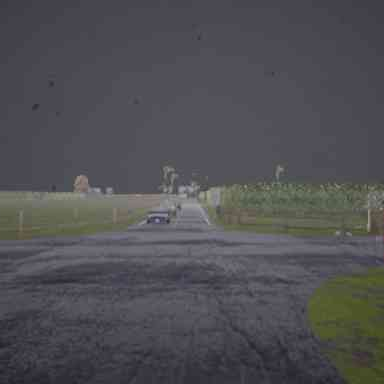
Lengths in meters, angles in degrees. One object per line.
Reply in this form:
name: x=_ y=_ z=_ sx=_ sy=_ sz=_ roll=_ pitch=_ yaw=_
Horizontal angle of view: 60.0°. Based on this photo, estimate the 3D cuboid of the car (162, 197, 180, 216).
car: x=-2.825 y=1.812 z=38.845 sx=2.097 sy=1.767 sz=4.553 roll=0 pitch=-1 yaw=0

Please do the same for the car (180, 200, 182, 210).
car: x=-2.810 y=1.844 z=53.033 sx=2.150 sy=2.045 sz=5.566 roll=0 pitch=-1 yaw=0

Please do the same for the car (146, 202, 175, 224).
car: x=-2.773 y=1.888 z=28.383 sx=2.033 sy=1.411 sz=5.357 roll=0 pitch=-1 yaw=-2
